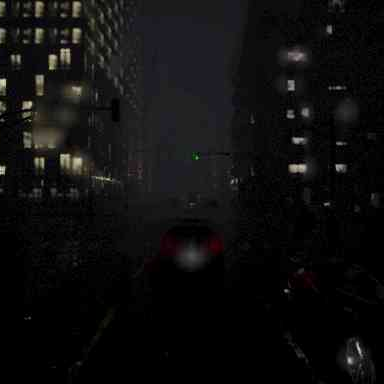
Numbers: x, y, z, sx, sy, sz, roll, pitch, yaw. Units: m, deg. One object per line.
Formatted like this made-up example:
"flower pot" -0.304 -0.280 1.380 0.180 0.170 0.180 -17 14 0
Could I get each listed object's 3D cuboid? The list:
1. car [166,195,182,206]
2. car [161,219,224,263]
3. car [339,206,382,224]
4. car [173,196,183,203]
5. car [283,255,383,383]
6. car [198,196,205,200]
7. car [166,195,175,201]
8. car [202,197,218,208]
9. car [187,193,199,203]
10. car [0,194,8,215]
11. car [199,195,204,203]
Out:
"car" -3.066 1.587 54.144 2.033 1.411 5.357 0 0 0
"car" -0.049 1.607 11.970 1.895 1.301 4.718 0 0 -1
"car" 14.645 1.849 27.283 4.829 1.417 1.752 1 -1 0
"car" -2.995 1.531 69.728 1.882 1.535 5.008 0 0 0
"car" 2.692 1.569 4.944 1.947 1.339 4.313 0 0 0
"car" 2.698 1.672 93.776 1.802 1.307 4.206 0 0 0
"car" -5.683 1.632 88.127 2.008 1.369 4.403 0 0 0
"car" 2.745 1.614 46.967 1.802 1.307 4.206 0 0 0
"car" 0.005 1.549 69.151 1.837 1.490 4.892 0 0 0
"car" -17.691 1.039 27.008 5.009 1.841 2.192 1 -1 0
"car" 2.695 1.597 59.885 2.008 1.369 4.403 0 0 0
